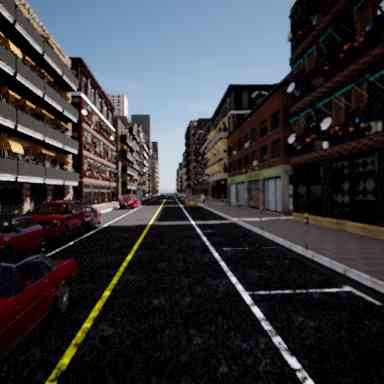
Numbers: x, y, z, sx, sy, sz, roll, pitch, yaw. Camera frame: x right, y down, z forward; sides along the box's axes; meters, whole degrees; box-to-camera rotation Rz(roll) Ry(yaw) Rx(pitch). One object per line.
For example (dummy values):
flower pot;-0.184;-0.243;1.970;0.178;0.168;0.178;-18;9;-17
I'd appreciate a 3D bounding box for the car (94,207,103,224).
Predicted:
car;-7.035;1.613;21.979;1.802;1.307;4.206;-1;0;-4

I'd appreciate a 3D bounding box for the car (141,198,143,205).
car;-8.852;1.406;50.100;1.967;1.590;4.097;-1;0;-4

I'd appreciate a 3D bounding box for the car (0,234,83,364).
car;-3.235;1.631;4.857;1.895;1.301;4.718;-1;0;-4

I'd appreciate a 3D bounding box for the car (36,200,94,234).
car;-6.674;1.358;16.353;2.192;1.841;5.009;-1;0;-4

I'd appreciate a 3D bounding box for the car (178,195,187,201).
car;-2.303;1.330;78.759;2.008;1.369;4.403;-1;0;-4

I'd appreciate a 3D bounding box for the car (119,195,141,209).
car;-8.490;1.294;44.476;2.192;1.841;5.009;-1;0;-4

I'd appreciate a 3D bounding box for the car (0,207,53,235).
car;-6.310;1.495;10.729;1.967;1.590;4.097;-1;0;-4

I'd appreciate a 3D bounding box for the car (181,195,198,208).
car;-0.136;1.385;45.182;1.752;1.417;4.829;-1;0;-4

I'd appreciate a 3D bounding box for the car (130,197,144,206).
car;-9.214;1.497;55.727;1.887;1.381;4.507;-1;0;-4

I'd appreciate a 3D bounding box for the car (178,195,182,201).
car;-0.851;1.378;56.262;1.887;1.381;4.507;-1;0;-4
